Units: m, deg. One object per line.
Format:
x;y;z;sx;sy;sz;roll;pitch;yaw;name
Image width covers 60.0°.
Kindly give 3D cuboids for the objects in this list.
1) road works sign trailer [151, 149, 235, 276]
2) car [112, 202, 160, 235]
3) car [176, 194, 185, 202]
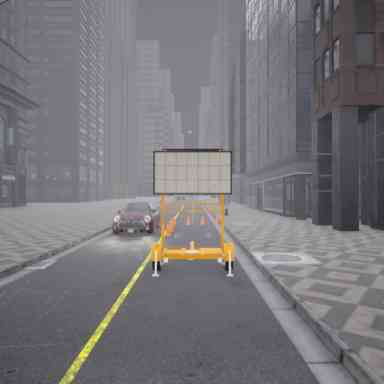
0.022;0.472;10.307;2.380;3.560;2.880;0;0;0;road works sign trailer
-3.081;1.373;19.021;2.097;1.767;4.553;0;0;0;car
-2.904;1.413;85.803;2.150;2.045;5.566;0;0;0;car
